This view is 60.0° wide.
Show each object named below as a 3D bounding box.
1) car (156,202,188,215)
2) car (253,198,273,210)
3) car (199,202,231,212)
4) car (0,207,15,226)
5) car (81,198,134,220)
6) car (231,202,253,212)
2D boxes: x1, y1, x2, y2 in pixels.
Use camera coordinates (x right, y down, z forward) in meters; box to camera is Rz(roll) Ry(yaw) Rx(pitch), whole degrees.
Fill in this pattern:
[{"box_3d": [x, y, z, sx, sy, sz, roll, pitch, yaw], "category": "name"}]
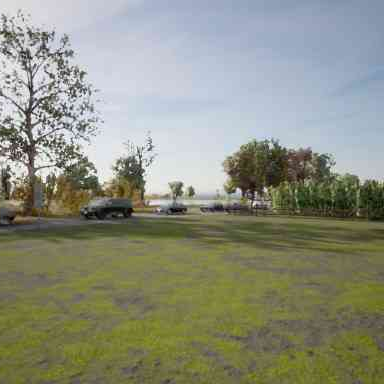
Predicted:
[{"box_3d": [-2.502, 2.037, 41.627, 2.128, 1.511, 4.902, -1, -2, 35], "category": "car"}, {"box_3d": [12.516, 2.057, 58.158, 2.150, 2.045, 5.566, -1, -2, 35], "category": "car"}, {"box_3d": [3.265, 2.244, 49.812, 2.033, 1.411, 5.357, -1, -2, 35], "category": "car"}, {"box_3d": [-15.178, 1.708, 23.502, 2.128, 1.511, 4.902, -1, -2, 35], "category": "car"}, {"box_3d": [-8.326, 1.616, 33.303, 2.150, 2.045, 5.566, -1, -2, 36], "category": "car"}, {"box_3d": [6.582, 2.223, 49.572, 2.033, 1.411, 5.357, -1, -2, 35], "category": "car"}]
